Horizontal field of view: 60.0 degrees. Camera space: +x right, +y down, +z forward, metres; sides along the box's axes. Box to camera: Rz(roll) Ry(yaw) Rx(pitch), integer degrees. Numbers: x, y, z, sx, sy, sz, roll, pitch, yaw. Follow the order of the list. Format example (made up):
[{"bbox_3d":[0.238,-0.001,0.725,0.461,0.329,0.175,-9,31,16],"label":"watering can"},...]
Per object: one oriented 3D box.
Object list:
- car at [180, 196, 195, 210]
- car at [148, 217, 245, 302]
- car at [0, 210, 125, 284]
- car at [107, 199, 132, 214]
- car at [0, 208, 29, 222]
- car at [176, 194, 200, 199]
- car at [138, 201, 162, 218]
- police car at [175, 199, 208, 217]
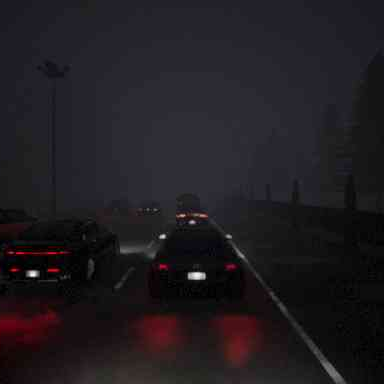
[{"bbox_3d":[-0.618,1.412,43.491,1.801,1.575,5.366,0,0,-1],"label":"car"},{"bbox_3d":[0.096,1.555,8.291,1.994,1.385,4.181,0,0,0],"label":"car"},{"bbox_3d":[-3.404,1.495,9.534,1.837,1.490,4.892,0,0,0],"label":"car"},{"bbox_3d":[-7.391,1.455,34.218,2.128,1.511,4.902,0,0,-2],"label":"car"},{"bbox_3d":[-6.915,1.339,12.056,2.097,1.767,4.553,0,0,0],"label":"car"},{"bbox_3d":[-0.341,1.185,32.396,2.150,2.045,5.566,0,0,-2],"label":"car"},{"bbox_3d":[-3.781,1.516,30.289,2.033,1.411,5.357,0,0,-2],"label":"car"},{"bbox_3d":[-0.035,1.488,20.905,2.038,1.542,4.974,0,1,-1],"label":"police car"}]
